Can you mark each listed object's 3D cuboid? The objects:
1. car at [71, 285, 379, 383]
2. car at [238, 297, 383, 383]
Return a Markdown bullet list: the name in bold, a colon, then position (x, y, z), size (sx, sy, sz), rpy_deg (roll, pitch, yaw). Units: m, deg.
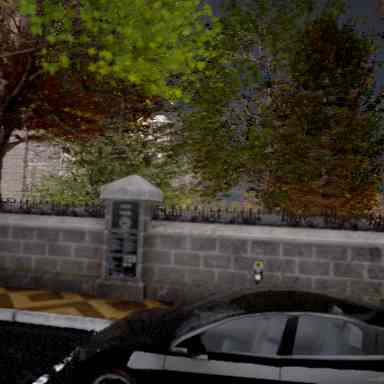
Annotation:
- **car**: position (0.804, 1.846, 3.919), size (4.313, 1.339, 1.947), rpy_deg (2, -3, 10)
- **car**: position (2.759, 1.712, 1.143), size (4.892, 1.490, 1.837), rpy_deg (1, -4, 27)
